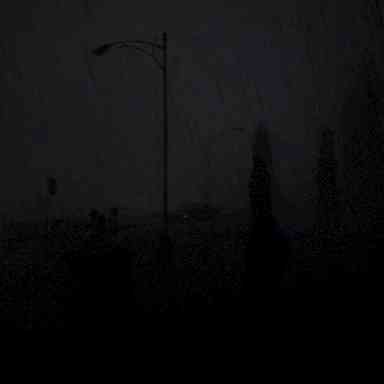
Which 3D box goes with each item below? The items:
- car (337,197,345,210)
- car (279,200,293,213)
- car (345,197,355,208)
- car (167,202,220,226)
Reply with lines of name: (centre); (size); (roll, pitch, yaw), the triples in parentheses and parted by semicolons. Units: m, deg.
car: (17.076, 1.565, 41.206); (1.837, 1.490, 4.892); (0, 0, 36)
car: (10.299, 1.649, 38.807); (1.994, 1.385, 4.181); (0, 0, 36)
car: (23.084, 1.552, 49.701); (2.128, 1.511, 4.902); (0, 0, 36)
car: (0.177, 1.563, 24.653); (1.882, 1.535, 5.008); (0, 0, 36)
